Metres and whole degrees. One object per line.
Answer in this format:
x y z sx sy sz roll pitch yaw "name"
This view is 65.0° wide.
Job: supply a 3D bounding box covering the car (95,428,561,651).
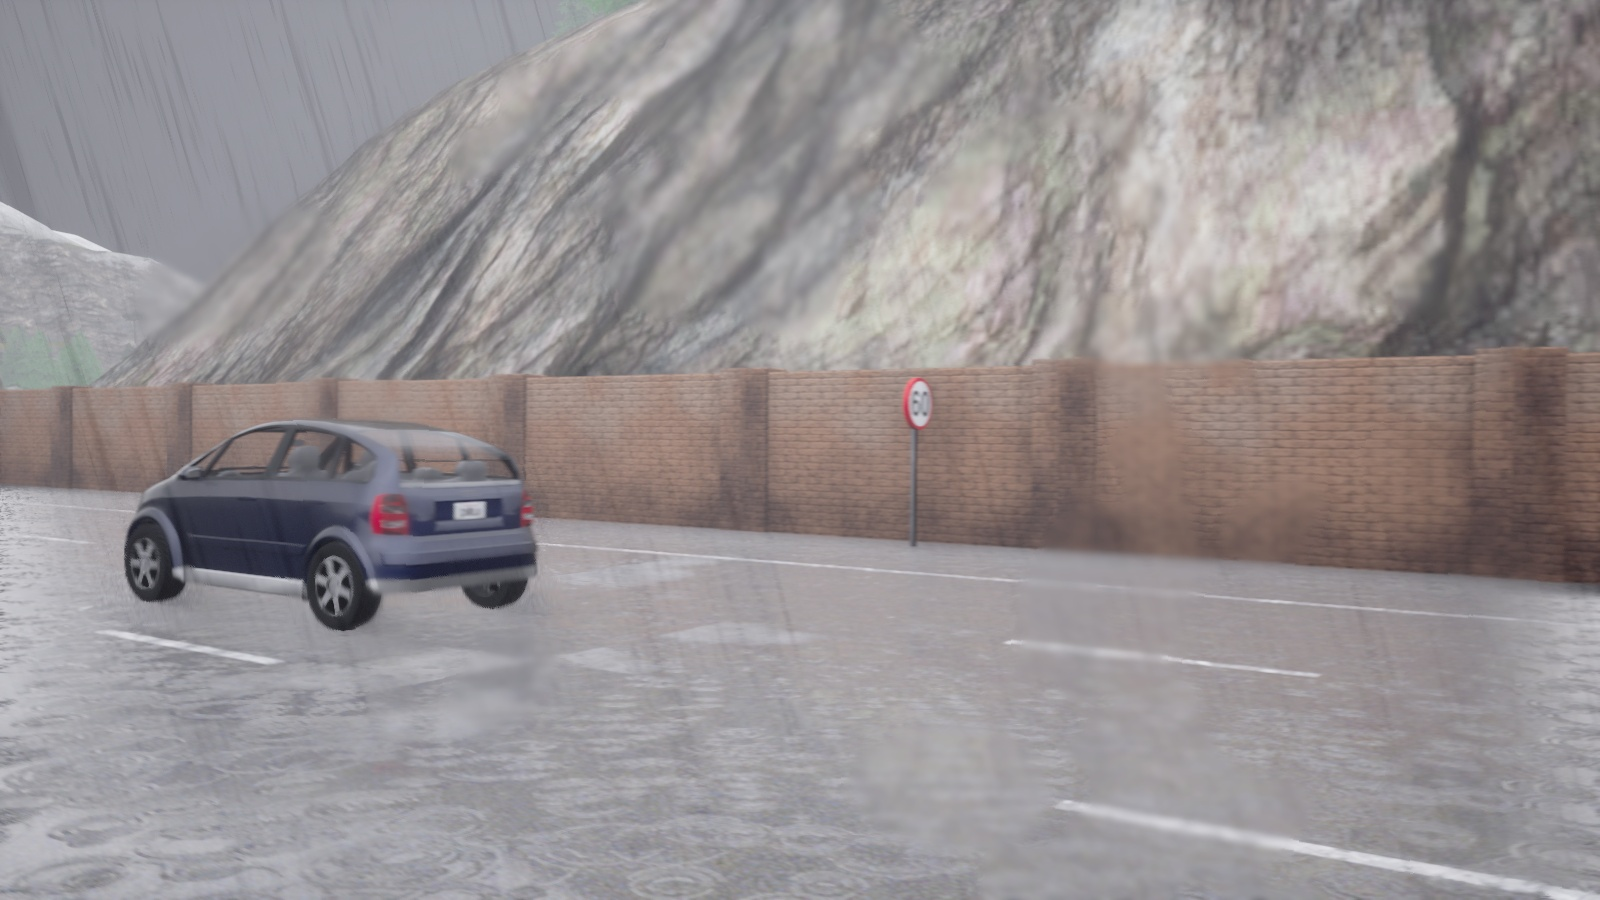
-3.988 0.603 10.473 3.705 1.549 1.789 0 1 34 "car"
